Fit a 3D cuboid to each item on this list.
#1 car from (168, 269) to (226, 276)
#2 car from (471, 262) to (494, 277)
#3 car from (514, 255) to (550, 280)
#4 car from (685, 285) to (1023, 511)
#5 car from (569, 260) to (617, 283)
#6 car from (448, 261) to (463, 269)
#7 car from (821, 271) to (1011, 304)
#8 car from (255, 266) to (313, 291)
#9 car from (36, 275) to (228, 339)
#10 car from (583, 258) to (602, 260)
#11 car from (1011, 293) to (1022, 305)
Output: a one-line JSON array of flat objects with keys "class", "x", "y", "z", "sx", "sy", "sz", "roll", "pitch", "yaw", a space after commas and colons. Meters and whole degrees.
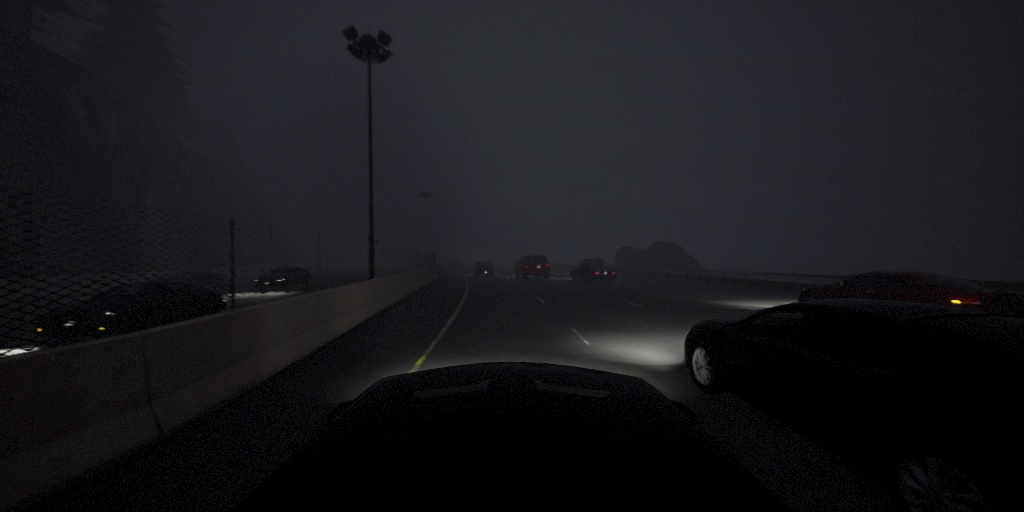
[{"class": "car", "x": -22.538, "y": 1.619, "z": 25.267, "sx": 2.033, "sy": 1.411, "sz": 5.357, "roll": -1, "pitch": 0, "yaw": -8}, {"class": "car", "x": -3.056, "y": 1.315, "z": 37.296, "sx": 1.837, "sy": 1.490, "sz": 4.892, "roll": 0, "pitch": 0, "yaw": -12}, {"class": "car", "x": 1.679, "y": 0.963, "z": 31.355, "sx": 2.150, "sy": 2.045, "sz": 5.566, "roll": 0, "pitch": 0, "yaw": -10}, {"class": "car", "x": 3.680, "y": 1.206, "z": 3.745, "sx": 1.837, "sy": 1.490, "sz": 4.892, "roll": 0, "pitch": 0, "yaw": -1}, {"class": "car", "x": 6.027, "y": 1.228, "z": 27.262, "sx": 2.033, "sy": 1.411, "sz": 5.357, "roll": -1, "pitch": 0, "yaw": -10}, {"class": "car", "x": -9.892, "y": 1.481, "z": 62.960, "sx": 1.994, "sy": 1.385, "sz": 4.181, "roll": -1, "pitch": 0, "yaw": -20}, {"class": "car", "x": 10.525, "y": 1.135, "z": 9.991, "sx": 1.812, "sy": 1.442, "sz": 4.674, "roll": 0, "pitch": 0, "yaw": -3}, {"class": "car", "x": -15.422, "y": 1.481, "z": 24.553, "sx": 1.837, "sy": 1.490, "sz": 4.892, "roll": -1, "pitch": -1, "yaw": -7}, {"class": "car", "x": -10.830, "y": 1.467, "z": 10.685, "sx": 1.994, "sy": 1.385, "sz": 4.181, "roll": -1, "pitch": 0, "yaw": -3}, {"class": "car", "x": 7.803, "y": 1.012, "z": 35.966, "sx": 2.097, "sy": 1.767, "sz": 4.553, "roll": -1, "pitch": 0, "yaw": -10}, {"class": "car", "x": 7.340, "y": 0.871, "z": 1.682, "sx": 2.150, "sy": 2.045, "sz": 5.566, "roll": 0, "pitch": 0, "yaw": -1}]
